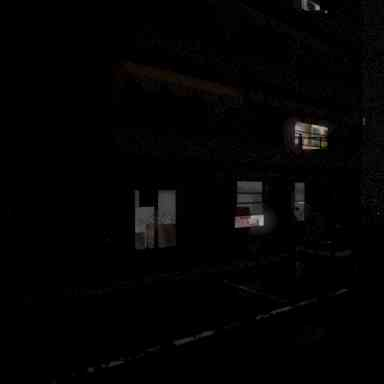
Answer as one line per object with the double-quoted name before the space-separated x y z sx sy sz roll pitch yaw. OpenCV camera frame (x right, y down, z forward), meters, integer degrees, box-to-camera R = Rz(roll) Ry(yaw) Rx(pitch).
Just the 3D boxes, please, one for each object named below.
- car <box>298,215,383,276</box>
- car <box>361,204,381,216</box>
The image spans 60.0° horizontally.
"car" 5.071 1.582 10.257 4.206 1.307 1.802 0 0 -36
"car" 16.065 1.803 33.189 2.128 1.511 4.902 0 -1 -36
